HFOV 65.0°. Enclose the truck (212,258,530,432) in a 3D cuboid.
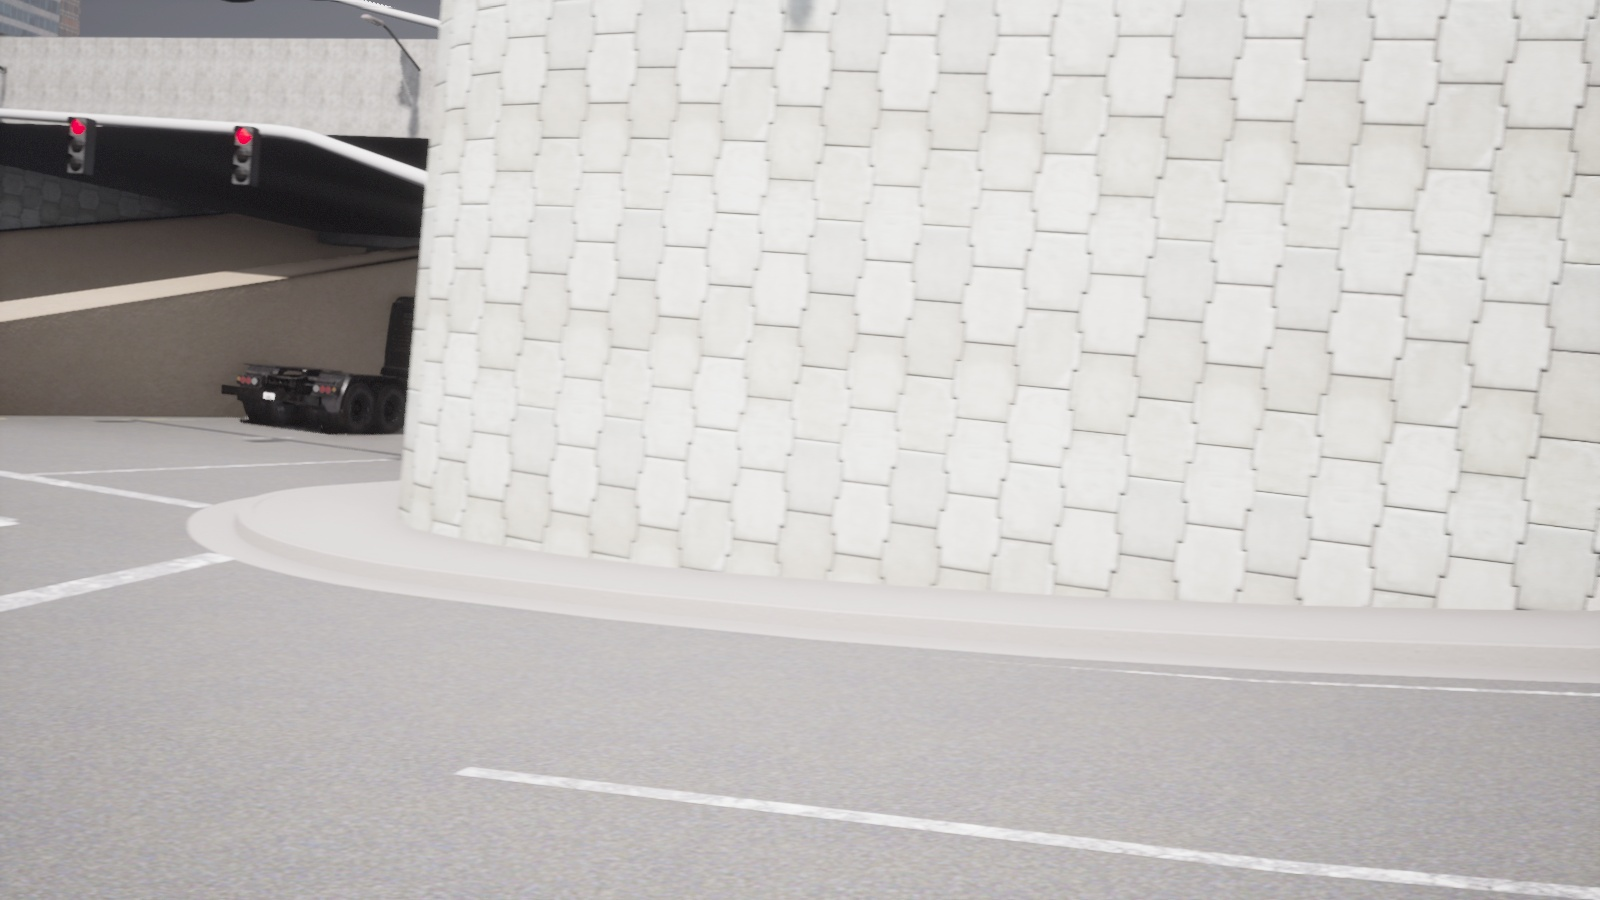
[{"bbox_3d":[-10.090,-2.338,30.706,2.891,3.462,7.936,7,3,18],"label":"truck"}]
